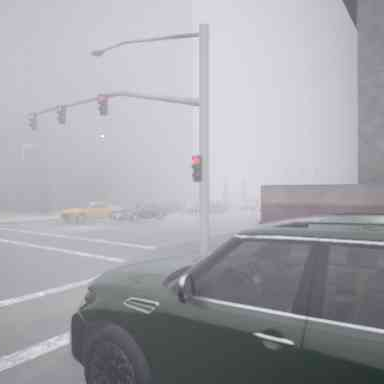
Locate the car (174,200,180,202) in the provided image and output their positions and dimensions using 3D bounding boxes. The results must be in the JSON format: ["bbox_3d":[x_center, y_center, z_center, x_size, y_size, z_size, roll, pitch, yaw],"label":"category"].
[{"bbox_3d":[-2.521,1.573,34.170,2.128,1.511,4.902,0,0,36],"label":"car"}]

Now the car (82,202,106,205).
[{"bbox_3d":[-8.015,1.559,26.525,1.882,1.535,5.008,0,0,36],"label":"car"}]

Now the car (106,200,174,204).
[{"bbox_3d":[-3.966,1.569,26.162,2.128,1.511,4.902,0,0,36],"label":"car"}]

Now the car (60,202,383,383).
[{"bbox_3d":[1.252,1.222,3.091,5.566,2.045,2.150,0,0,35],"label":"car"}]

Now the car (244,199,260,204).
[{"bbox_3d":[7.758,1.604,42.444,1.812,1.442,4.674,0,0,36],"label":"car"}]

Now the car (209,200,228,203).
[{"bbox_3d":[1.711,1.625,34.063,2.033,1.411,5.357,0,0,35],"label":"car"}]

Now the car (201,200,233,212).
[{"bbox_3d":[3.274,1.683,42.221,1.895,1.301,4.718,0,0,36],"label":"car"}]
